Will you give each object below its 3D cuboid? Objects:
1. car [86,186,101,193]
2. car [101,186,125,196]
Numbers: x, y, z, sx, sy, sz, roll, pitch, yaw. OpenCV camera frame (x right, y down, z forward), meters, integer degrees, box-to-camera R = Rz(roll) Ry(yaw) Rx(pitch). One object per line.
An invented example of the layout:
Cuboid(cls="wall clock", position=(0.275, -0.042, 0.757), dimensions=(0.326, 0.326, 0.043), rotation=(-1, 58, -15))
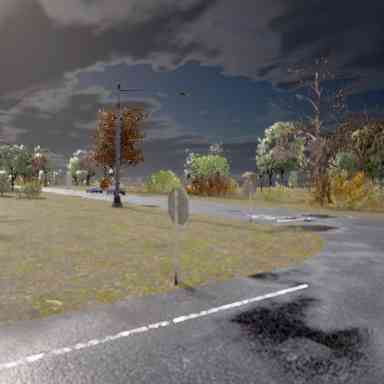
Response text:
Cuboid(cls="car", position=(-17.618, -0.485, 59.841), dimensions=(1.994, 1.385, 4.181), rotation=(0, 2, -36))
Cuboid(cls="car", position=(-12.039, -0.236, 52.036), dimensions=(1.837, 1.490, 4.892), rotation=(0, 2, -36))
